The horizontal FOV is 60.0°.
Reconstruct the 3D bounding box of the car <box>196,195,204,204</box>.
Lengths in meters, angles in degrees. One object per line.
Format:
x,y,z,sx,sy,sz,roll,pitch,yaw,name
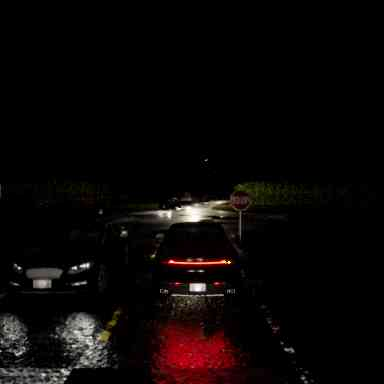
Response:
0.557,1.599,64.042,1.994,1.385,4.181,0,0,11,car

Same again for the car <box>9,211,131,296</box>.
-2.869,1.492,8.805,2.128,1.511,4.902,0,0,0,car

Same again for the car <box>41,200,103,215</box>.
-9.816,1.430,28.137,4.902,1.511,2.128,0,-1,19,car

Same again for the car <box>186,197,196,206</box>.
-1.026,1.625,53.839,1.895,1.301,4.718,0,0,8,car

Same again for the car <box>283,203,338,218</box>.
10.979,1.688,31.213,4.718,1.301,1.895,0,0,5,car

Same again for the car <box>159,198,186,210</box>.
-2.762,1.506,42.573,2.128,1.511,4.902,0,0,14,car

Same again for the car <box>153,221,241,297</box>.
0.096,1.506,8.533,1.837,1.490,4.892,0,0,0,car

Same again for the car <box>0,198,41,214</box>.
-17.438,1.389,33.102,4.902,1.511,2.128,0,0,3,car

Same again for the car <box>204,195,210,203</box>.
2.579,1.413,73.826,2.097,1.767,4.553,0,0,12,car
